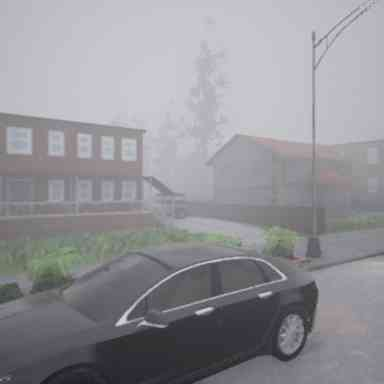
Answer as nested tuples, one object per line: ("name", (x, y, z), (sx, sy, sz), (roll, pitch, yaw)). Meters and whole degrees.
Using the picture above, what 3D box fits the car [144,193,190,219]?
("car", (-2.024, 0.973, 22.114), (3.866, 1.878, 1.905), (0, 0, -35))

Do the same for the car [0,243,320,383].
("car", (-0.322, 1.507, 4.369), (4.892, 1.490, 1.837), (1, 0, -35))

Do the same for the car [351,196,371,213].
("car", (14.717, 1.132, 31.271), (1.845, 1.501, 3.633), (0, 0, -35))
